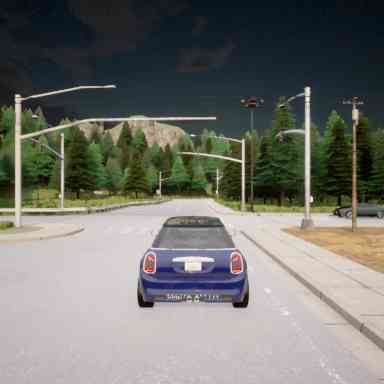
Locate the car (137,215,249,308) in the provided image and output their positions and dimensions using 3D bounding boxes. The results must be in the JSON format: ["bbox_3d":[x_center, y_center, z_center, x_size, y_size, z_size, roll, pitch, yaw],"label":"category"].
[{"bbox_3d":[0.037,1.348,8.090,2.097,1.767,4.553,0,0,0],"label":"car"}]

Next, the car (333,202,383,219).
[{"bbox_3d":[14.499,1.591,28.718,4.181,1.385,1.994,0,0,1],"label":"car"}]
